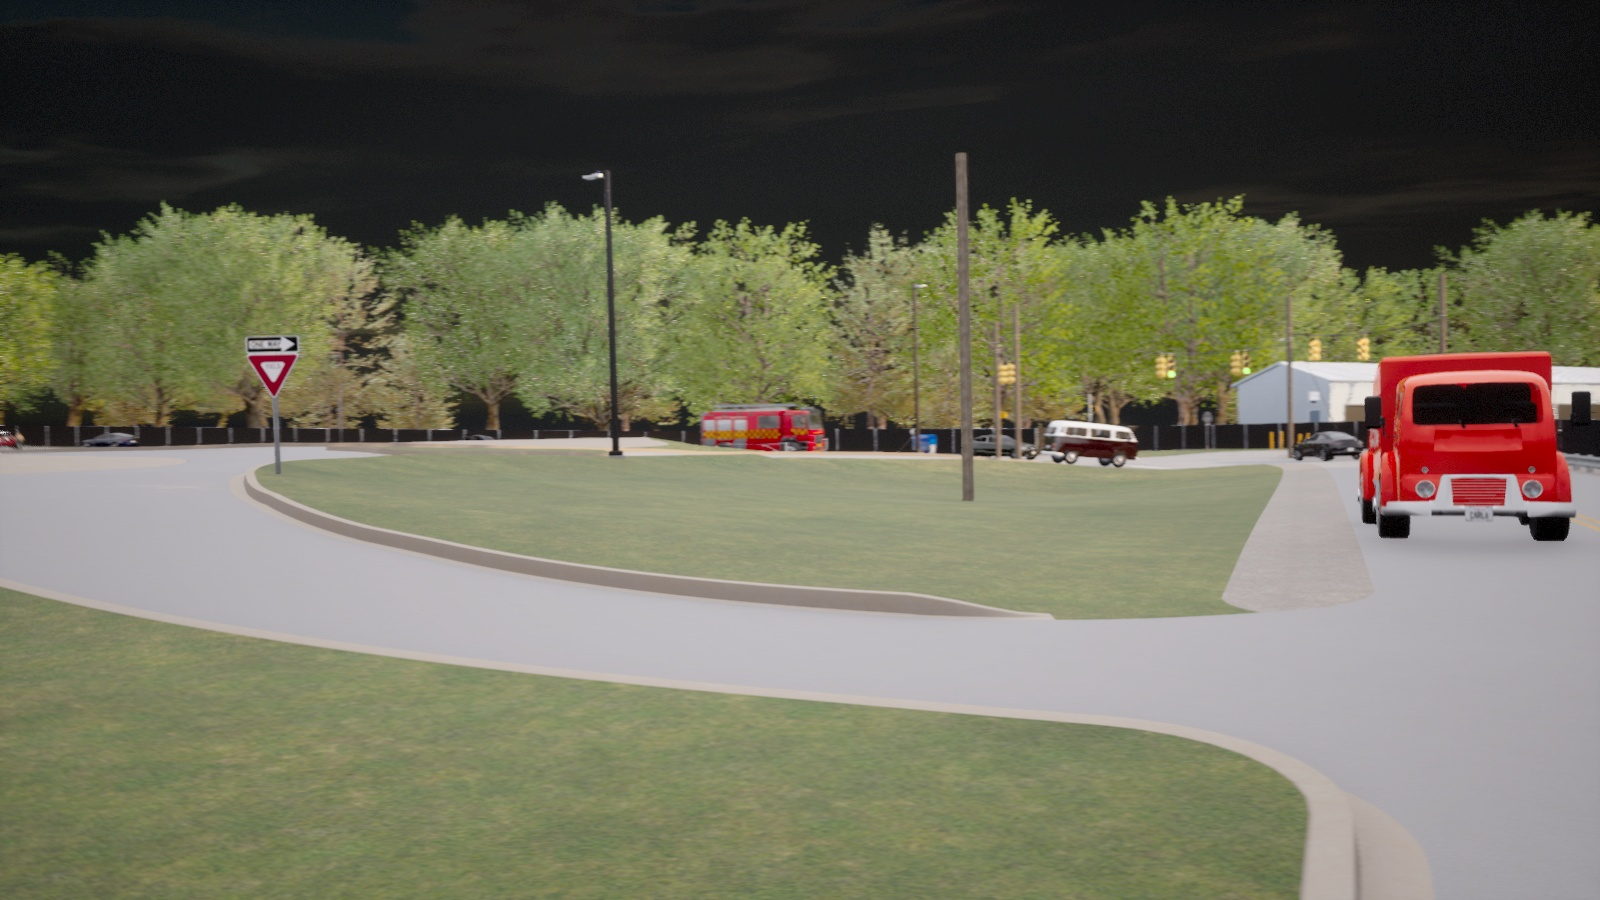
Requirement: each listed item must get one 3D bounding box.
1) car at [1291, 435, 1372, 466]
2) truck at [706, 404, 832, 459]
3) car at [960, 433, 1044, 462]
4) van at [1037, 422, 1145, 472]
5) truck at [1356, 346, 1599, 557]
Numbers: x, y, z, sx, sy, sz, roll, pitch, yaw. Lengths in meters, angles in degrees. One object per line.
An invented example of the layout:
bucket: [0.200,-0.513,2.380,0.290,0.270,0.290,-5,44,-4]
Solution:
car: [26.263,0.037,62.214,1.812,1.442,4.674,-1,0,-3]
truck: [-2.218,-1.359,90.025,8.468,3.827,2.891,0,2,19]
car: [13.043,-0.185,81.270,5.027,1.651,2.152,2,3,40]
van: [14.007,-0.156,60.520,4.480,2.038,2.069,4,1,-11]
truck: [9.253,-0.009,17.592,2.627,2.467,5.204,0,1,23]
